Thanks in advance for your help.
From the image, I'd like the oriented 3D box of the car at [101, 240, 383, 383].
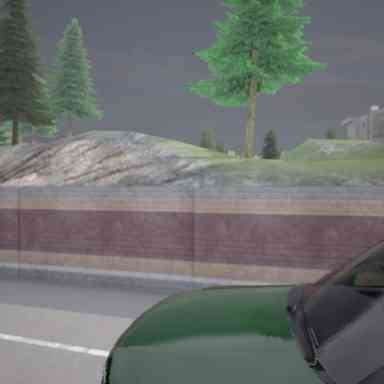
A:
[{"bbox_3d":[2.060,1.219,1.971,5.566,2.045,2.150,0,0,15],"label":"car"}]
